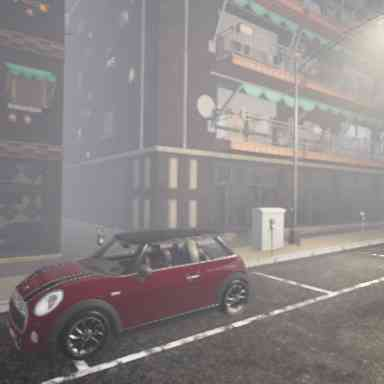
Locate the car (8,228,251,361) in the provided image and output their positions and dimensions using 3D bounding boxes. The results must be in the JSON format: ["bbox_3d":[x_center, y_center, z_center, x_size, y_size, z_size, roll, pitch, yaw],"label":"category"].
[{"bbox_3d":[-0.931,1.444,5.885,4.097,1.590,1.967,0,1,-36],"label":"car"}]
